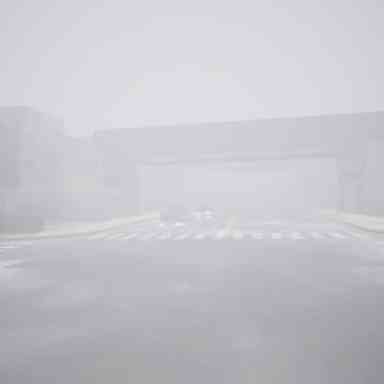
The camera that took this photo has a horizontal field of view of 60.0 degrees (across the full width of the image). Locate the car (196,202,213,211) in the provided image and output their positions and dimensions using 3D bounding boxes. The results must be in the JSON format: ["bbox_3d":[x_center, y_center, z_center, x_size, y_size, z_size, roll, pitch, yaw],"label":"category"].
[{"bbox_3d":[1.865,2.056,48.198,1.895,1.301,4.718,-2,-1,11],"label":"car"}]

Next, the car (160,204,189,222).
[{"bbox_3d":[-1.535,1.863,30.286,1.837,1.490,4.892,-2,0,11],"label":"car"}]
